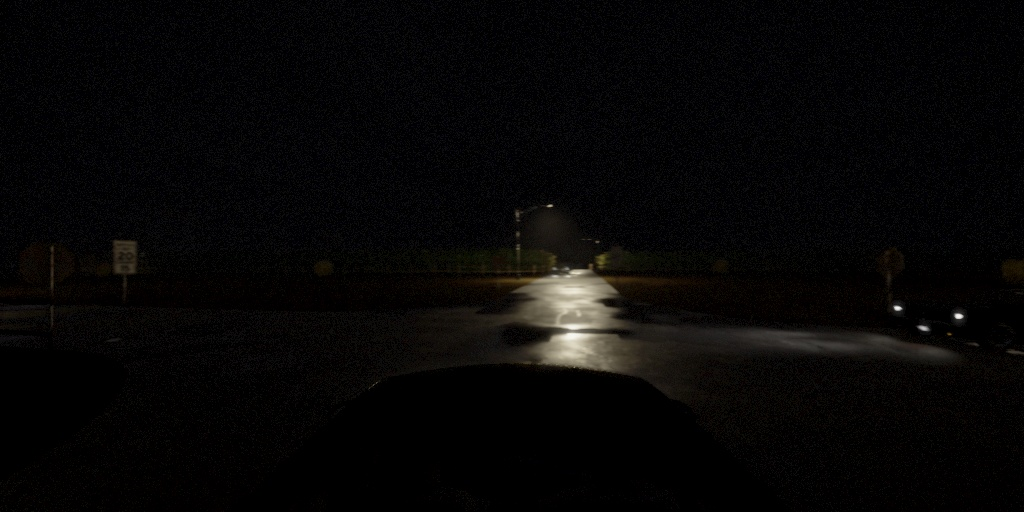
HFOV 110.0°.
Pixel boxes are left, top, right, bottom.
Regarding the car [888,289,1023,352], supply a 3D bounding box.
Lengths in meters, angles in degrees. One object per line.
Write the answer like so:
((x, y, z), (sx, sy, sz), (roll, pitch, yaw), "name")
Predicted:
((12.095, 1.429, 8.376), (4.718, 1.301, 1.895), (0, -1, 7), "car")

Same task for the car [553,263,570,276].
((6.731, 1.672, 48.318), (2.097, 1.767, 4.553), (-1, -1, 11), "car")
